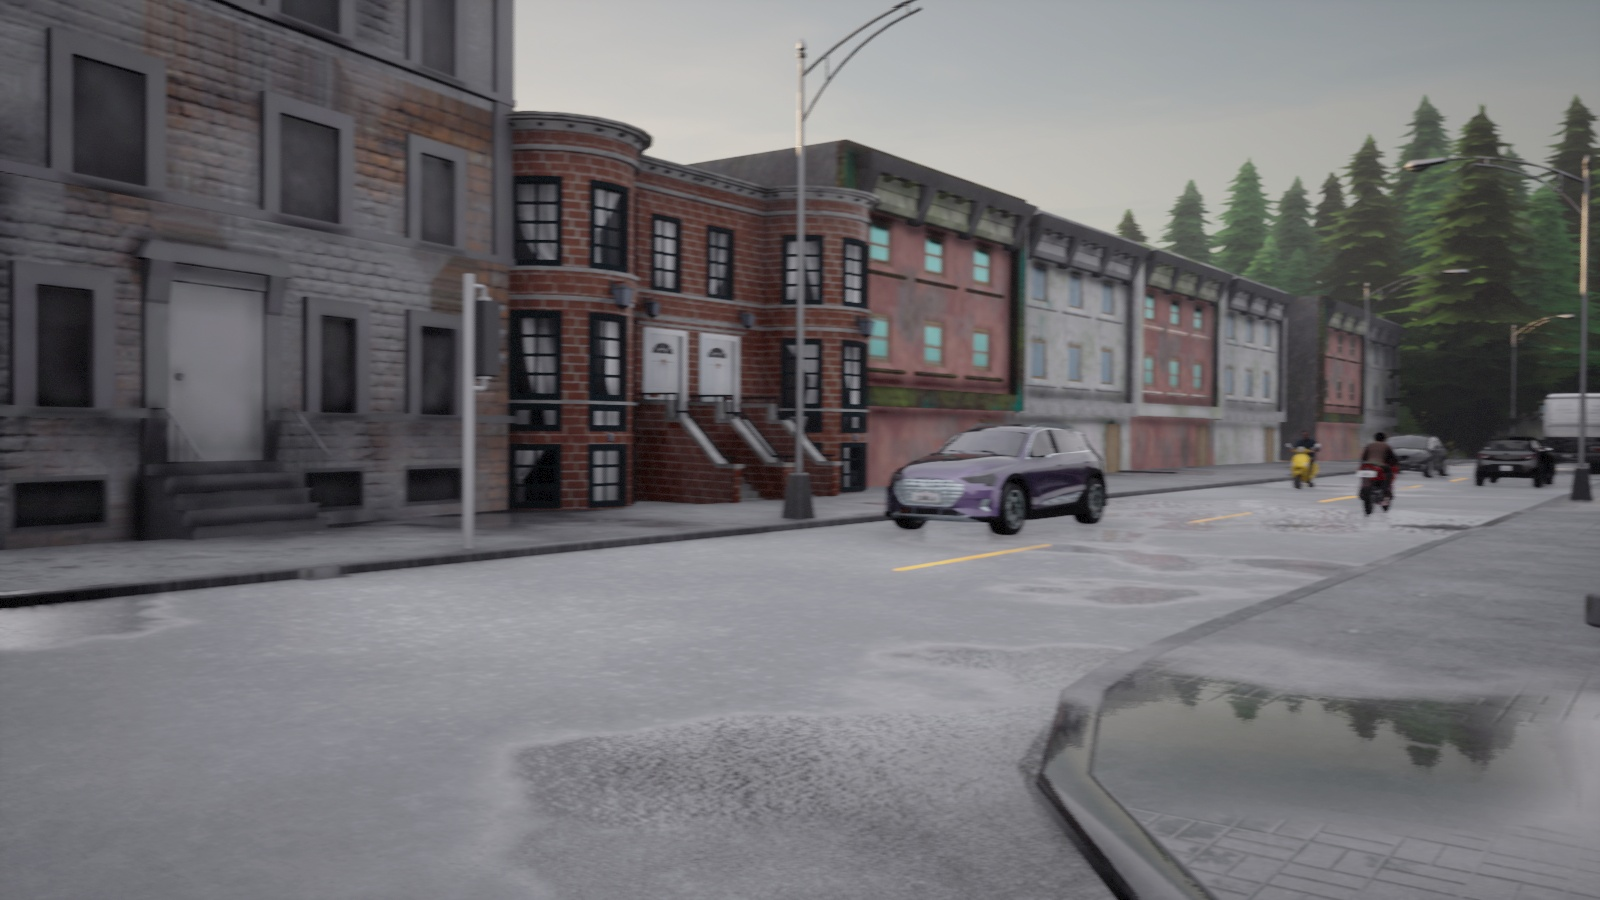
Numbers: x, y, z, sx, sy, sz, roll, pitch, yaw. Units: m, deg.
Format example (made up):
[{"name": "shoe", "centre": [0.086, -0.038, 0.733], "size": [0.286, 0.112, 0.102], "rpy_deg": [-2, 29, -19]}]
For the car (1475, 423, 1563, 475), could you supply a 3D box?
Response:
[{"name": "car", "centre": [21.742, -0.077, 37.888], "size": [1.816, 1.474, 4.193], "rpy_deg": [0, 1, 37]}]

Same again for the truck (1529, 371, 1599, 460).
[{"name": "truck", "centre": [32.921, -1.426, 52.970], "size": [2.891, 3.462, 7.936], "rpy_deg": [0, 1, 37]}]

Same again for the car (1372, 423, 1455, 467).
[{"name": "car", "centre": [22.038, -0.201, 45.005], "size": [1.837, 1.490, 4.892], "rpy_deg": [0, 1, 37]}]

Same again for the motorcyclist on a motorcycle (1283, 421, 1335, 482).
[{"name": "motorcyclist on a motorcycle", "centre": [13.671, 0.012, 33.719], "size": [0.866, 1.590, 1.817], "rpy_deg": [0, 1, 36]}]

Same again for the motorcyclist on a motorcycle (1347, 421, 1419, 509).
[{"name": "motorcyclist on a motorcycle", "centre": [10.663, 0.241, 22.927], "size": [0.797, 1.523, 2.044], "rpy_deg": [0, 1, 37]}]

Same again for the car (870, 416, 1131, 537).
[{"name": "car", "centre": [3.287, 0.317, 19.668], "size": [2.033, 1.649, 4.856], "rpy_deg": [0, 1, 36]}]
